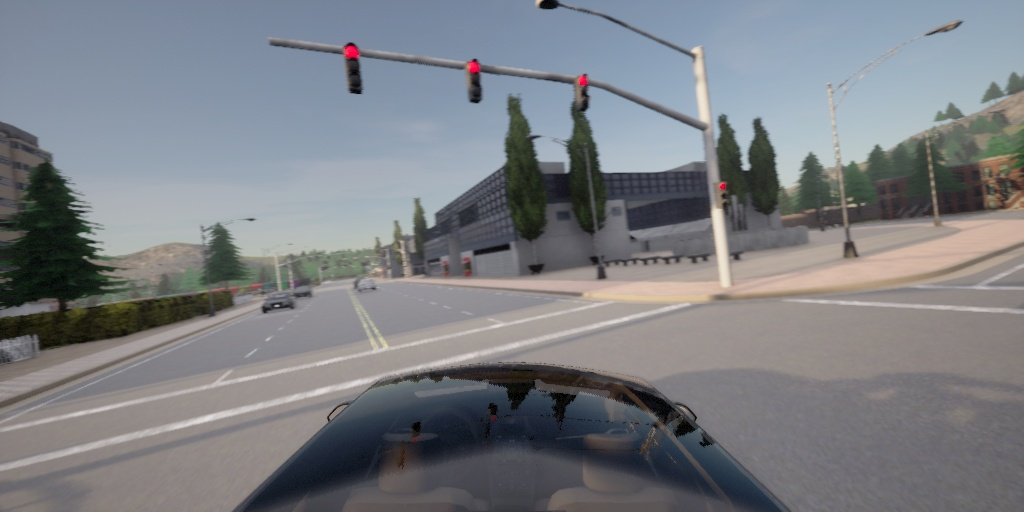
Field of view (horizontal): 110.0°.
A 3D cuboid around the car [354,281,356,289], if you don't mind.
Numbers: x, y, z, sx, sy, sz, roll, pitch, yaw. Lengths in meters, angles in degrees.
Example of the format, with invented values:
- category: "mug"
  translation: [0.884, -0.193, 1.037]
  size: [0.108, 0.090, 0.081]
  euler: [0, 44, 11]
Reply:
- category: "car"
  translation: [-22.829, 4.000, 54.472]
  size: [2.097, 1.767, 4.553]
  euler: [-7, 0, -25]

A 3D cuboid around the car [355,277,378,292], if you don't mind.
- category: "car"
  translation: [-17.580, 3.508, 43.460]
  size: [1.812, 1.442, 4.674]
  euler: [-7, 0, -25]

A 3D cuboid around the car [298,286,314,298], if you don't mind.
- category: "car"
  translation: [-25.710, 4.485, 44.249]
  size: [1.882, 1.535, 5.008]
  euler: [-7, 0, -25]

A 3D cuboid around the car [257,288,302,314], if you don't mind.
- category: "car"
  translation: [-18.306, 3.626, 28.370]
  size: [1.994, 1.385, 4.181]
  euler: [-7, 0, -25]
